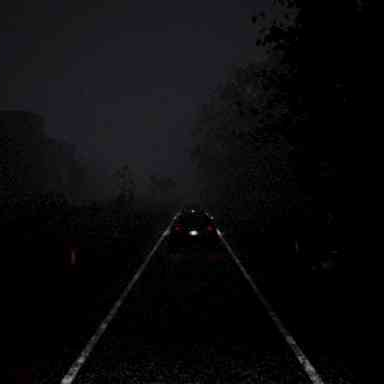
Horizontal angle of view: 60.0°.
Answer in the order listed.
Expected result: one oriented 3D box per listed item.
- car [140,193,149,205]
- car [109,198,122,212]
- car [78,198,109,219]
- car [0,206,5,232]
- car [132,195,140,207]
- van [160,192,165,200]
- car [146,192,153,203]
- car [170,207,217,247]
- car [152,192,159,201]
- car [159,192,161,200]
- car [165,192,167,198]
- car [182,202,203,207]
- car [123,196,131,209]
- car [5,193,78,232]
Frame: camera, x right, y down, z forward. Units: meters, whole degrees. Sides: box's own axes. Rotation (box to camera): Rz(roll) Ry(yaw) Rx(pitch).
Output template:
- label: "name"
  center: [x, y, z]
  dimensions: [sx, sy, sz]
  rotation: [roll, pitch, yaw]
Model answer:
- label: "car"
  center: [-9.023, 1.323, 55.764]
  dimensions: [2.097, 1.535, 5.008]
  rotation: [0, 0, 2]
- label: "car"
  center: [-8.998, 1.362, 33.573]
  dimensions: [2.231, 1.521, 4.892]
  rotation: [0, 1, 2]
- label: "car"
  center: [-8.991, 1.347, 28.032]
  dimensions: [2.097, 1.535, 5.008]
  rotation: [0, 0, 2]
- label: "car"
  center: [-8.971, 1.206, 11.425]
  dimensions: [2.185, 1.767, 4.553]
  rotation: [0, 0, 2]
- label: "car"
  center: [-9.019, 1.332, 45.511]
  dimensions: [1.946, 1.575, 5.366]
  rotation: [0, 0, 2]
- label: "van"
  center: [-9.064, 1.098, 88.912]
  dimensions: [1.878, 1.987, 4.442]
  rotation: [0, 0, 2]
- label: "car"
  center: [-9.029, 1.307, 61.311]
  dimensions: [2.097, 1.535, 5.008]
  rotation: [0, 0, 2]
- label: "car"
  center: [0.076, 1.610, 15.268]
  dimensions: [1.994, 1.385, 4.181]
  rotation: [0, 0, 0]
- label: "car"
  center: [-9.039, 1.082, 71.196]
  dimensions: [2.435, 2.045, 5.566]
  rotation: [0, 0, 1]
- label: "car"
  center: [-9.047, 1.360, 77.941]
  dimensions: [2.002, 1.452, 4.674]
  rotation: [0, 0, 0]
- label: "car"
  center: [-9.065, 1.303, 94.597]
  dimensions: [2.231, 1.521, 4.892]
  rotation: [0, -1, -2]
- label: "car"
  center: [0.077, 1.614, 30.242]
  dimensions: [1.994, 1.385, 4.181]
  rotation: [0, 0, 0]
- label: "car"
  center: [-9.004, 1.355, 39.129]
  dimensions: [2.097, 1.535, 5.008]
  rotation: [0, 0, 2]
- label: "car"
  center: [-8.982, 1.077, 19.079]
  dimensions: [2.435, 2.045, 5.566]
  rotation: [0, 0, 2]
